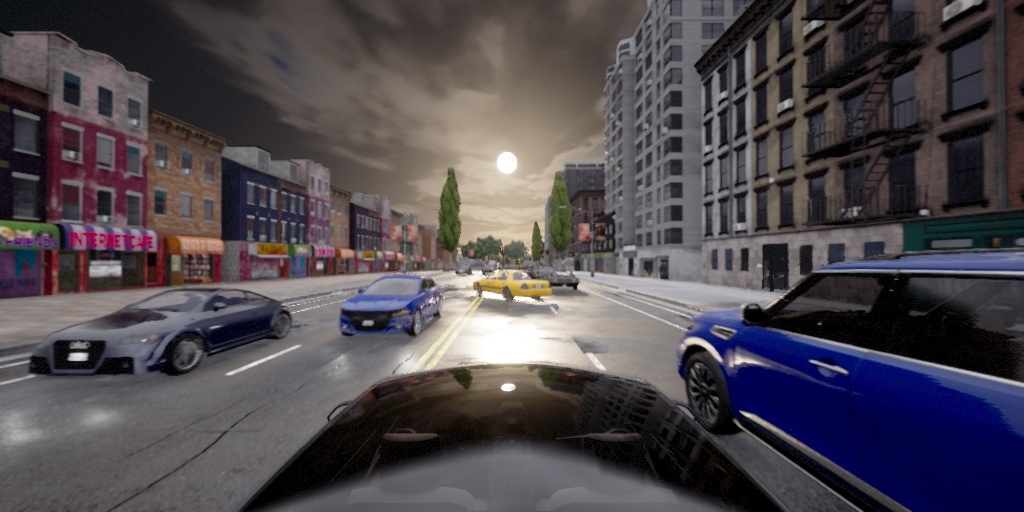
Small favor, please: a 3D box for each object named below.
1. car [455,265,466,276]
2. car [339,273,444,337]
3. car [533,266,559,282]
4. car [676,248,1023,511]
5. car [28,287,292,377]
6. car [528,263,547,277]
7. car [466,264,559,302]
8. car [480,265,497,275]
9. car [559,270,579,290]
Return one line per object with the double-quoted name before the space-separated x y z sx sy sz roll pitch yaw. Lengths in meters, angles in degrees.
"car" -6.605 1.927 49.355 2.128 1.511 4.902 0 -1 0
"car" -3.351 1.311 10.848 1.882 1.535 5.008 0 -1 0
"car" 3.240 1.693 35.376 2.033 1.411 5.357 0 -1 0
"car" 3.250 0.978 2.405 2.150 2.045 5.566 0 -1 0
"car" -6.600 1.367 7.450 1.994 1.385 4.181 0 -1 0
"car" 3.236 1.798 46.381 2.033 1.649 4.856 0 -1 0
"car" -0.191 1.360 18.127 1.801 1.575 5.366 1 -1 -33
"car" -3.358 2.052 52.195 2.033 1.411 5.357 0 -1 0
"car" 3.244 1.577 24.403 1.895 1.301 4.718 0 -1 0
